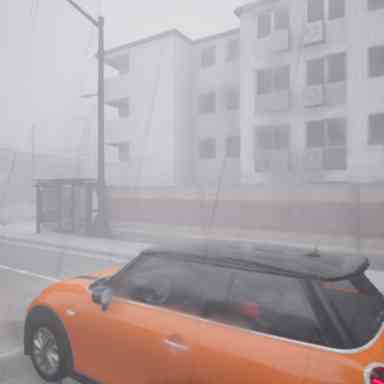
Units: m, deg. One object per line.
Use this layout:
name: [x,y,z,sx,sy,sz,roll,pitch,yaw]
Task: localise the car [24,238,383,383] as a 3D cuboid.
car: [0.005,1.353,3.926,4.553,1.767,2.097,0,0,36]
